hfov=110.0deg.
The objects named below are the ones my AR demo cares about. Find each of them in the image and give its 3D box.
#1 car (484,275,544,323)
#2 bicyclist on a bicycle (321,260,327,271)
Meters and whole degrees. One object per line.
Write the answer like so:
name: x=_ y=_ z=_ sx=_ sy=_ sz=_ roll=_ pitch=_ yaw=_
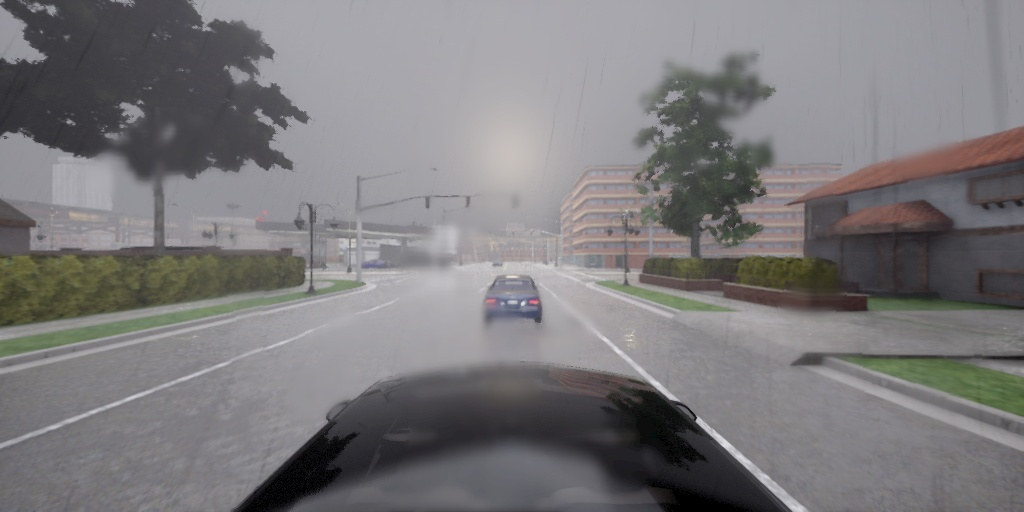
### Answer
car: x=0.062 y=1.355 z=12.414 sx=2.033 sy=1.411 sz=5.357 roll=0 pitch=0 yaw=0
bicyclist on a bicycle: x=-29.063 y=1.468 z=55.296 sx=0.582 sy=1.620 sz=1.656 roll=-10 pitch=5 yaw=0
